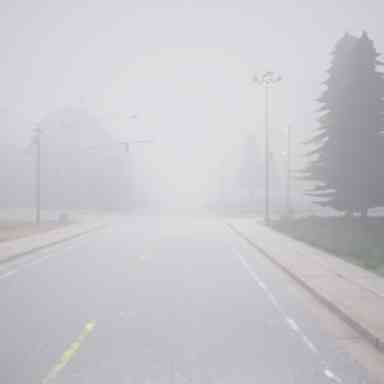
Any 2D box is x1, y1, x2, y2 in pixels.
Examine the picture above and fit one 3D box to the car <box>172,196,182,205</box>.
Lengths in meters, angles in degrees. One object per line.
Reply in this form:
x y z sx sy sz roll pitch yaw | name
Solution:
-3.501 2.056 79.640 2.150 2.045 5.566 0 -1 0 | car
